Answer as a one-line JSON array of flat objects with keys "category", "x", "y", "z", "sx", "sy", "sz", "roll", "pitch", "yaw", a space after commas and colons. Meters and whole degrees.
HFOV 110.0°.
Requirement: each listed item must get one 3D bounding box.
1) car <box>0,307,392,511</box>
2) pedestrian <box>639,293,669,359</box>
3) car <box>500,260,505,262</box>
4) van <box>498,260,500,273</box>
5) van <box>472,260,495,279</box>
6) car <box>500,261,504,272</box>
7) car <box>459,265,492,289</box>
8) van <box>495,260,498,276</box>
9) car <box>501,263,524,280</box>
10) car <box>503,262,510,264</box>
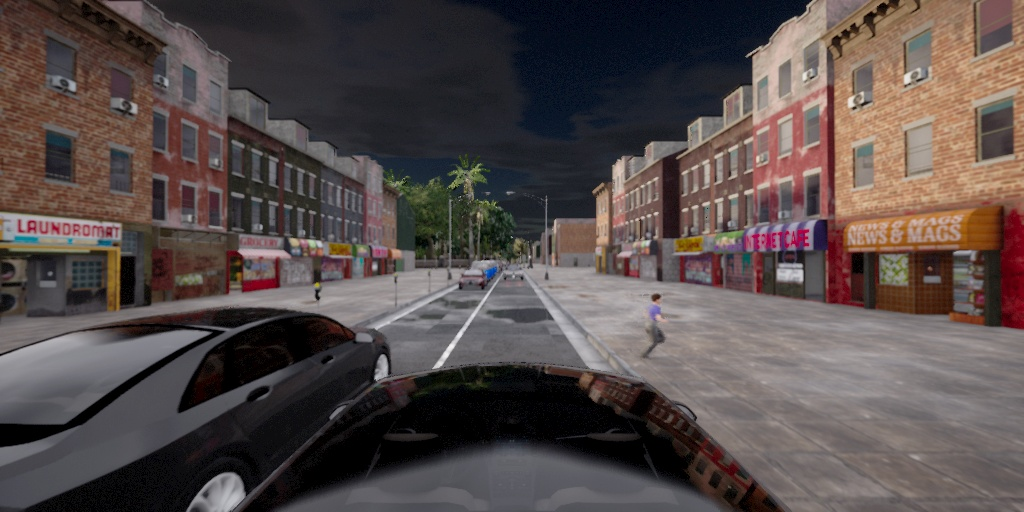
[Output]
[{"category": "car", "x": -2.747, "y": 1.270, "z": 3.611, "sx": 1.837, "sy": 1.490, "sz": 4.892, "roll": 0, "pitch": 0, "yaw": 0}, {"category": "pedestrian", "x": 2.548, "y": 1.211, "z": 6.546, "sx": 0.375, "sy": 1.300, "sz": 0.375, "roll": 0, "pitch": 0, "yaw": 0}, {"category": "car", "x": -2.543, "y": 1.573, "z": 57.354, "sx": 2.192, "sy": 1.841, "sz": 5.009, "roll": 0, "pitch": 0, "yaw": 0}, {"category": "van", "x": -2.571, "y": 1.440, "z": 40.964, "sx": 1.690, "sy": 1.789, "sz": 3.998, "roll": 0, "pitch": 0, "yaw": 0}, {"category": "van", "x": -2.590, "y": 1.336, "z": 30.035, "sx": 1.690, "sy": 1.789, "sz": 3.998, "roll": 0, "pitch": 0, "yaw": 0}, {"category": "car", "x": -2.553, "y": 1.754, "z": 51.891, "sx": 2.007, "sy": 1.370, "sz": 4.403, "roll": 0, "pitch": 0, "yaw": 0}, {"category": "car", "x": -2.599, "y": 1.525, "z": 24.571, "sx": 1.802, "sy": 1.307, "sz": 4.207, "roll": 0, "pitch": 0, "yaw": 0}, {"category": "van", "x": -2.581, "y": 1.388, "z": 35.500, "sx": 1.690, "sy": 1.789, "sz": 3.998, "roll": 0, "pitch": 0, "yaw": 0}, {"category": "car", "x": 0.149, "y": 1.648, "z": 35.416, "sx": 1.895, "sy": 1.301, "sz": 4.718, "roll": 0, "pitch": -1, "yaw": 0}, {"category": "car", "x": 0.138, "y": 1.727, "z": 47.663, "sx": 1.994, "sy": 1.385, "sz": 4.181, "roll": 0, "pitch": -1, "yaw": -1}]
